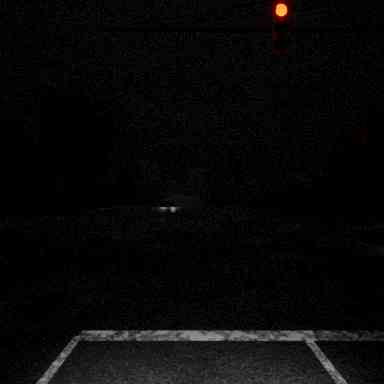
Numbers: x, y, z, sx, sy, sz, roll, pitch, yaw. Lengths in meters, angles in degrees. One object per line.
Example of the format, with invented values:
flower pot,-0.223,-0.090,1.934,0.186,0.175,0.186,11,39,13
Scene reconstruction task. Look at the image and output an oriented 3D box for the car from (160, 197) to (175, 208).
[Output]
car,-3.499,1.499,47.817,1.812,1.442,4.674,0,-2,0
